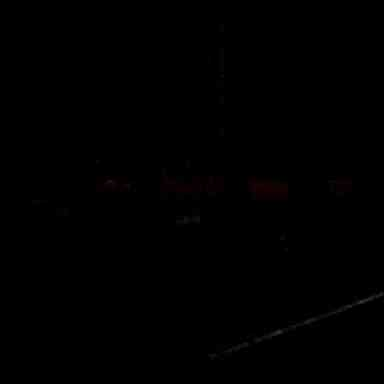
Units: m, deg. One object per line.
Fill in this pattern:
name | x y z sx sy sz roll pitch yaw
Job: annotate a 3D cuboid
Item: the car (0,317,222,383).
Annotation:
car | -1.717 1.565 1.590 4.313 1.339 1.947 0 0 -35
